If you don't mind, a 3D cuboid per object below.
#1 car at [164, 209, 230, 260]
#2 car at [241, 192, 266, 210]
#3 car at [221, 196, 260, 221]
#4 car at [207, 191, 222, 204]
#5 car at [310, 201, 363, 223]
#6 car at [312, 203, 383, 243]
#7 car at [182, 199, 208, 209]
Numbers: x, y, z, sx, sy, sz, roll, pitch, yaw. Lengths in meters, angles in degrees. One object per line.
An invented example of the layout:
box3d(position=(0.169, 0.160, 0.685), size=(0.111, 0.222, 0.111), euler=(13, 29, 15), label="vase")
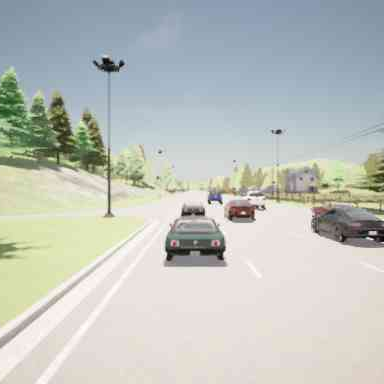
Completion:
box3d(position=(0.099, 1.521, 12.045), size=(1.895, 1.301, 4.718), euler=(0, 0, 0), label="car")
box3d(position=(7.097, 0.964, 38.898), size=(2.150, 2.045, 5.566), euler=(0, 0, 0), label="car")
box3d(position=(3.599, 1.307, 25.679), size=(1.882, 1.535, 5.008), euler=(0, 0, 0), label="car")
box3d(position=(3.597, 0.866, 53.214), size=(2.150, 2.045, 5.566), euler=(0, 0, 0), label="car")
box3d(position=(10.600, 1.437, 24.800), size=(1.895, 1.301, 4.718), euler=(0, 0, 0), label="car")
box3d(position=(7.100, 1.424, 15.347), size=(1.812, 1.442, 4.674), euler=(0, 0, 0), label="car")
box3d(position=(0.099, 1.416, 27.913), size=(1.895, 1.301, 4.718), euler=(0, 0, 0), label="car")
